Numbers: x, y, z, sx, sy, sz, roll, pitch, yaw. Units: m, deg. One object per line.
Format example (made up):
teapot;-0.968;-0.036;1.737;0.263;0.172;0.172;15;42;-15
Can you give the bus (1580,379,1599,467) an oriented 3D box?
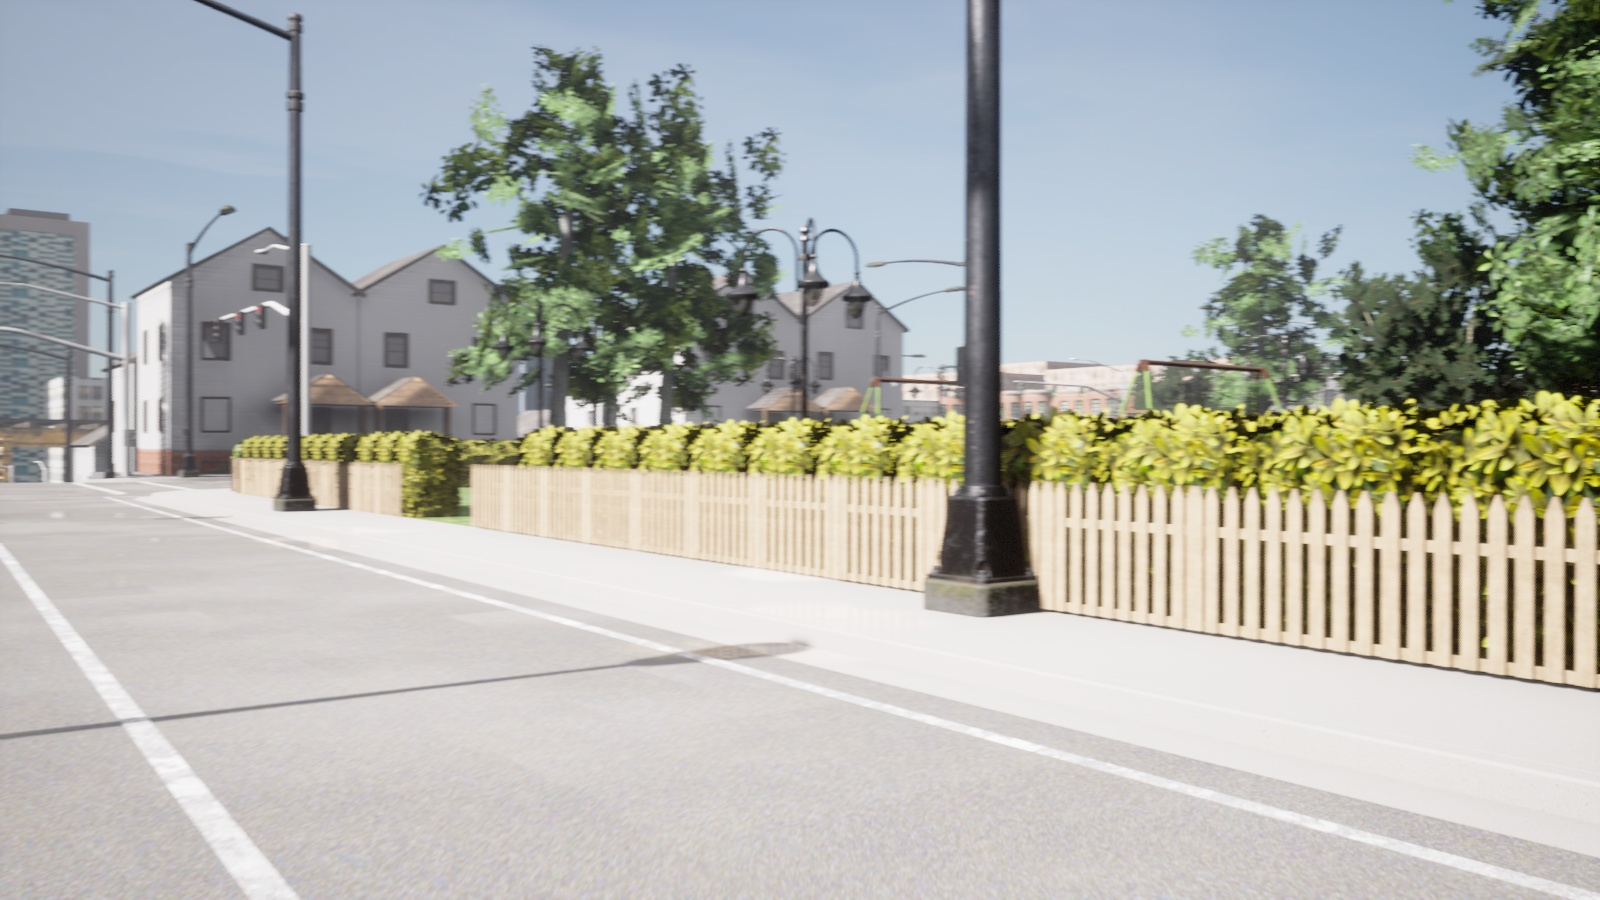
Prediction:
bus;42.613;-1.393;58.107;3.944;4.253;10.273;-1;0;-37
